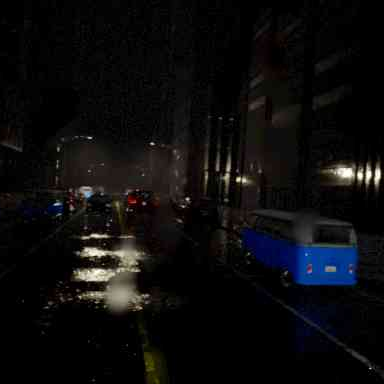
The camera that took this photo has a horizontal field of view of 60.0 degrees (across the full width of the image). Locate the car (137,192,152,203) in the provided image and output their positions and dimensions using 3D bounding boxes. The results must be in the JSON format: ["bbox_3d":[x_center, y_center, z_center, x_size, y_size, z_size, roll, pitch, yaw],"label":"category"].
[{"bbox_3d":[-7.573,0.822,52.951,1.887,1.381,4.507,4,0,-13],"label":"car"}]

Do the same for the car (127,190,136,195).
[{"bbox_3d":[-16.560,0.112,91.164,2.008,1.369,4.403,4,0,-13],"label":"car"}]

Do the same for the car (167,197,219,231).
[{"bbox_3d":[0.144,1.227,20.194,2.192,1.841,5.009,4,0,-13],"label":"car"}]

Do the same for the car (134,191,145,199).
[{"bbox_3d":[-10.178,0.589,64.035,1.752,1.417,4.829,4,0,-13],"label":"car"}]

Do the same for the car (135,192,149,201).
[{"bbox_3d":[-8.858,0.738,58.410,1.947,1.339,4.313,4,0,-13],"label":"car"}]

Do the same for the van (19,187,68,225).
[{"bbox_3d":[-8.137,0.741,18.227,1.690,1.788,3.998,4,0,-13],"label":"van"}]

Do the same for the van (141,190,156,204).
[{"bbox_3d":[-6.276,0.724,47.490,1.690,1.788,3.998,4,0,-13],"label":"van"}]

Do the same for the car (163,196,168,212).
[{"bbox_3d":[-2.438,1.244,31.114,1.887,1.381,4.507,4,0,-13],"label":"car"}]

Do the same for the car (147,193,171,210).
[{"bbox_3d":[-3.715,1.034,36.572,1.967,1.590,4.097,4,0,-13],"label":"car"}]

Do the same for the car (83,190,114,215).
[{"bbox_3d":[-7.398,0.884,26.807,1.882,1.535,5.008,4,0,-13],"label":"car"}]

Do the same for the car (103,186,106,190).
[{"bbox_3d":[-24.841,-0.385,89.202,1.947,1.339,4.313,4,0,-13],"label":"car"}]

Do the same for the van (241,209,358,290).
[{"bbox_3d":[2.709,1.465,9.276,1.690,1.788,3.998,4,0,-13],"label":"van"}]

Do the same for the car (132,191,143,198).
[{"bbox_3d":[-11.462,0.485,69.494,1.752,1.417,4.829,4,0,-13],"label":"car"}]

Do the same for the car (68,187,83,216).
[{"bbox_3d":[-9.419,0.609,23.686,2.192,1.841,5.009,4,0,-13],"label":"car"}]

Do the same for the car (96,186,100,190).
[{"bbox_3d":[-17.129,0.100,56.445,1.967,1.590,4.097,4,0,-13],"label":"car"}]

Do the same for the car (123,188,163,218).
[{"bbox_3d":[-3.955,0.847,25.932,2.150,2.045,5.566,4,0,-13],"label":"car"}]

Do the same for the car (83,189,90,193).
[{"bbox_3d":[-12.001,0.632,34.606,2.008,1.369,4.403,4,0,-13],"label":"car"}]

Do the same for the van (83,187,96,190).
[{"bbox_3d":[-14.556,0.212,45.525,1.690,1.788,3.998,4,0,-13],"label":"van"}]

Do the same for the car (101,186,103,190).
[{"bbox_3d":[-20.948,-0.123,72.658,1.752,1.417,4.829,4,0,-13],"label":"car"}]

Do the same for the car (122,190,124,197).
[{"bbox_3d":[-7.024,0.881,38.833,1.837,1.490,4.892,4,1,-13],"label":"car"}]
